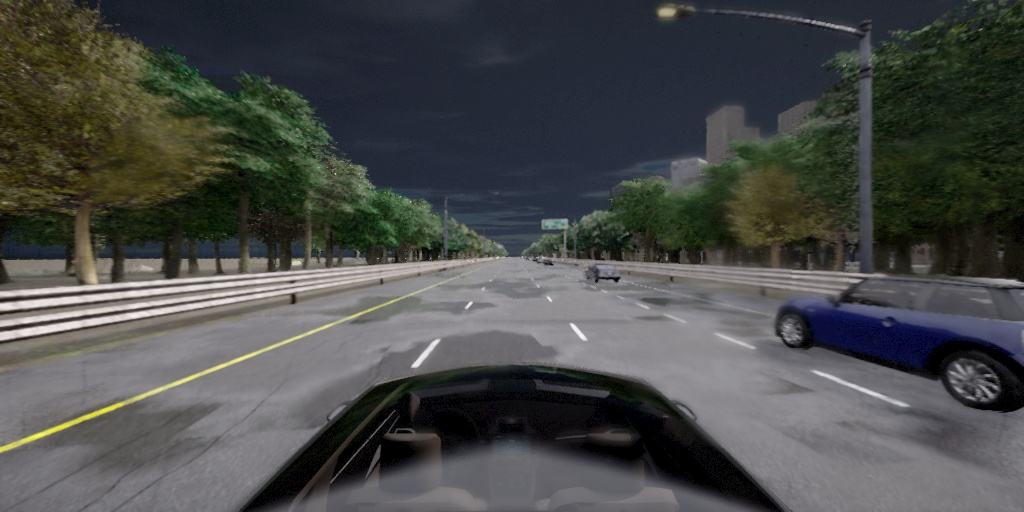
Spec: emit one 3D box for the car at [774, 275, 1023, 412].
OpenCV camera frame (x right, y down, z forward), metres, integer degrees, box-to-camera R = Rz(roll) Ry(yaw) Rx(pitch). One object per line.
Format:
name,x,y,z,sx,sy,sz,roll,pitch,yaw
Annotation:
car,6.996,1.107,6.261,2.097,1.767,4.553,0,0,0

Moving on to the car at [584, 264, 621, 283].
car,7.015,1.319,28.236,2.033,1.411,5.357,0,0,0
